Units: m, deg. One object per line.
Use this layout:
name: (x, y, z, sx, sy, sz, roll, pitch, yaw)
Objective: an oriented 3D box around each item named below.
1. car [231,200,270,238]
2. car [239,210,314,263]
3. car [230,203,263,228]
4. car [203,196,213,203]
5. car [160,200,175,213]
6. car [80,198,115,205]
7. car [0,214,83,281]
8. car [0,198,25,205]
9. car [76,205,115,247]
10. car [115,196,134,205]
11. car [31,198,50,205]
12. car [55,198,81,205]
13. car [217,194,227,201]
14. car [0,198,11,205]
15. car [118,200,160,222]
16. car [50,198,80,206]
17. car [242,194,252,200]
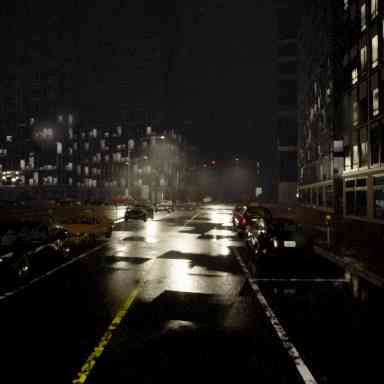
car: (3.273, 1.448, 17.570, 1.967, 1.590, 4.097, 1, 0, 4)
car: (2.980, 1.570, 11.890, 1.947, 1.339, 4.313, 1, 0, 2)
car: (3.662, 1.555, 23.200, 1.887, 1.381, 4.507, 1, 0, 5)
car: (3.591, 1.671, 73.794, 1.752, 1.417, 4.829, 1, 0, 14)
car: (-2.988, 1.593, 37.140, 2.008, 1.369, 4.403, 1, 0, 7)
car: (-15.240, 1.672, 53.842, 4.313, 1.339, 1.947, 0, -1, 15)
car: (-5.118, 1.574, 9.960, 1.947, 1.339, 4.313, 1, 0, 2)
car: (-31.417, 1.764, 58.284, 4.403, 1.369, 2.008, 0, -1, 15)
car: (-4.886, 1.539, 15.284, 1.752, 1.417, 4.829, 1, 0, 3)
car: (-13.160, 1.571, 61.446, 5.009, 1.841, 2.192, 0, -1, 15)
car: (-29.508, 1.890, 65.931, 4.829, 1.417, 1.752, 0, -1, 15)
car: (-23.950, 1.879, 64.404, 4.403, 1.369, 2.008, 0, -1, 15)
car: (8.153, 1.525, 89.883, 2.192, 1.841, 5.009, 1, 0, 16)
car: (-40.134, 1.985, 68.848, 4.403, 1.369, 2.008, 0, -1, 15)
car: (-4.118, 1.576, 26.383, 2.008, 1.369, 4.403, 1, 0, 5)
car: (-20.632, 1.692, 55.322, 4.403, 1.369, 2.008, 0, -1, 15)
car: (12.592, 1.436, 76.034, 2.192, 1.841, 5.009, 1, 0, 15)
